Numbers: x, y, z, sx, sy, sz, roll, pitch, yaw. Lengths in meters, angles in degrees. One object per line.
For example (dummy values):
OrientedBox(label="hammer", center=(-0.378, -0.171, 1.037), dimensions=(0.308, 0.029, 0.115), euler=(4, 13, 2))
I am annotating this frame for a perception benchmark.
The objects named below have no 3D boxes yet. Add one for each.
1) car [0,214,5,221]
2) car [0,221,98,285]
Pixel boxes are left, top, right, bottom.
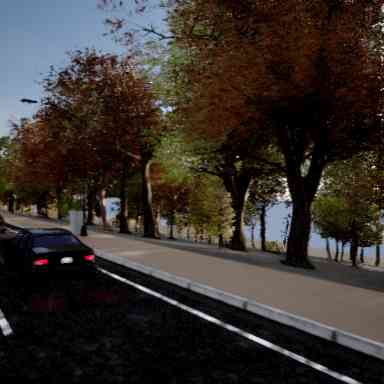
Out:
OrientedBox(label="car", center=(-14.933, 2.166, 24.363), dimensions=(1.837, 1.490, 4.892), euler=(2, -2, -36))
OrientedBox(label="car", center=(-4.689, 1.850, 10.552), dimensions=(2.033, 1.411, 5.357), euler=(2, -2, -36))
